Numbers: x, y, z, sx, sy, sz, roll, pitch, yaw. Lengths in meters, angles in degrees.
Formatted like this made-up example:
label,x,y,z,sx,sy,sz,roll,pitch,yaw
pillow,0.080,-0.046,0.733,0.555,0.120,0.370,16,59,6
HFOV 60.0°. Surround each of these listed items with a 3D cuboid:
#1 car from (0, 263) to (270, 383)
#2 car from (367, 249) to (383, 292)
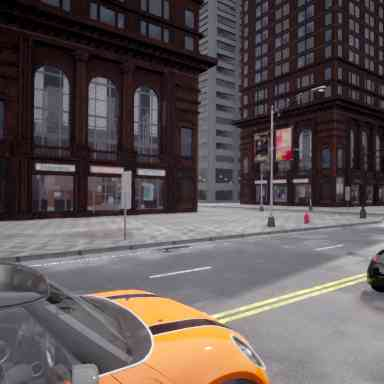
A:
label,x,y,z,sx,sy,sz,roll,pitch,yaw
car,-1.512,1.352,2.360,4.553,1.767,2.097,0,0,-36
car,5.916,1.576,7.681,4.181,1.385,1.994,0,0,-35
